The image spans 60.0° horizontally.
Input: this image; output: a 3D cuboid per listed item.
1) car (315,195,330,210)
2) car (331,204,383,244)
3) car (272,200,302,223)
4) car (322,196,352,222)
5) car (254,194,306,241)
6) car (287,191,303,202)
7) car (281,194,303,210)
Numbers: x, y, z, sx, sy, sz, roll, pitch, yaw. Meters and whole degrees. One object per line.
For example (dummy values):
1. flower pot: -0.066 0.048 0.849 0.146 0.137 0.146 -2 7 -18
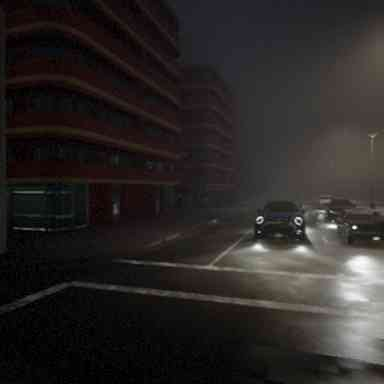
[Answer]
1. car: 14.466 1.098 35.786 1.812 1.442 4.674 0 0 18
2. car: 7.534 1.415 14.622 1.895 1.301 4.718 0 1 16
3. car: 7.019 1.325 24.286 1.895 1.301 4.718 0 1 18
4. car: 10.381 1.241 23.325 1.812 1.442 4.674 0 1 18
5. car: 4.227 1.174 15.739 2.097 1.767 4.553 0 1 18
6. car: 15.802 0.663 50.914 2.128 1.511 4.902 0 1 18
7. car: 11.039 1.074 36.577 2.128 1.511 4.902 0 1 18
